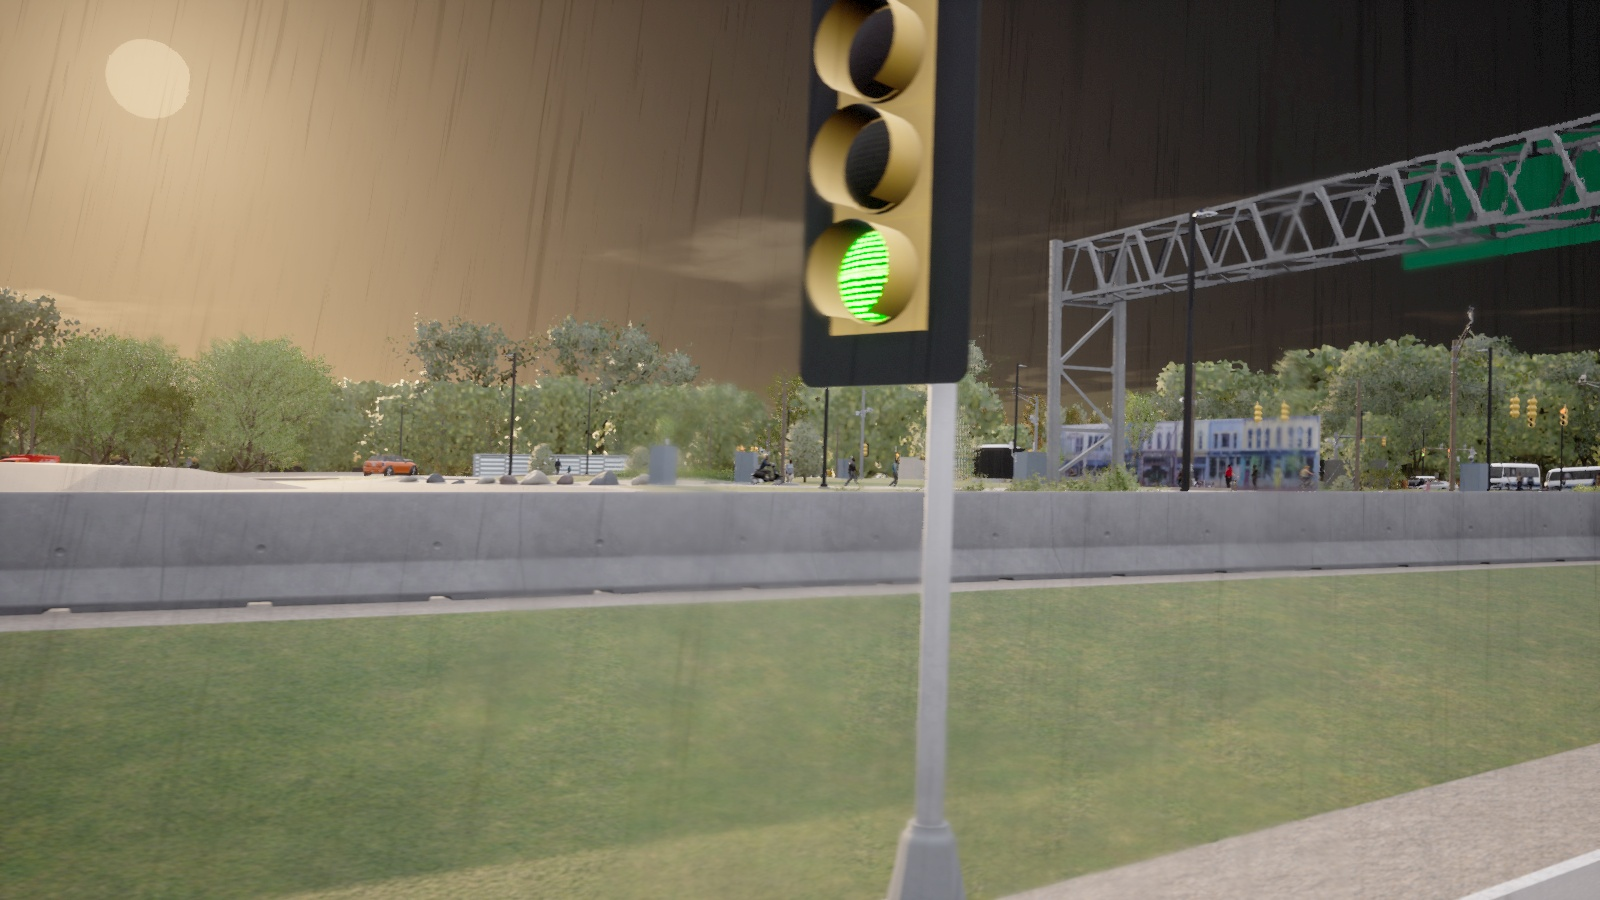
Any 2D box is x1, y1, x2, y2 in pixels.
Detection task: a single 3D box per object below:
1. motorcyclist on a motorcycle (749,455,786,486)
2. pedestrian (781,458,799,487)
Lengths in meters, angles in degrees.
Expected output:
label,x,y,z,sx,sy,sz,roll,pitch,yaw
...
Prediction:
label,x,y,z,sx,sy,sz,roll,pitch,yaw
motorcyclist on a motorcycle,-1.699,1.073,65.775,1.817,1.590,0.866,0,-3,10
pedestrian,-0.649,1.439,81.167,0.874,1.855,0.900,2,-1,-24
